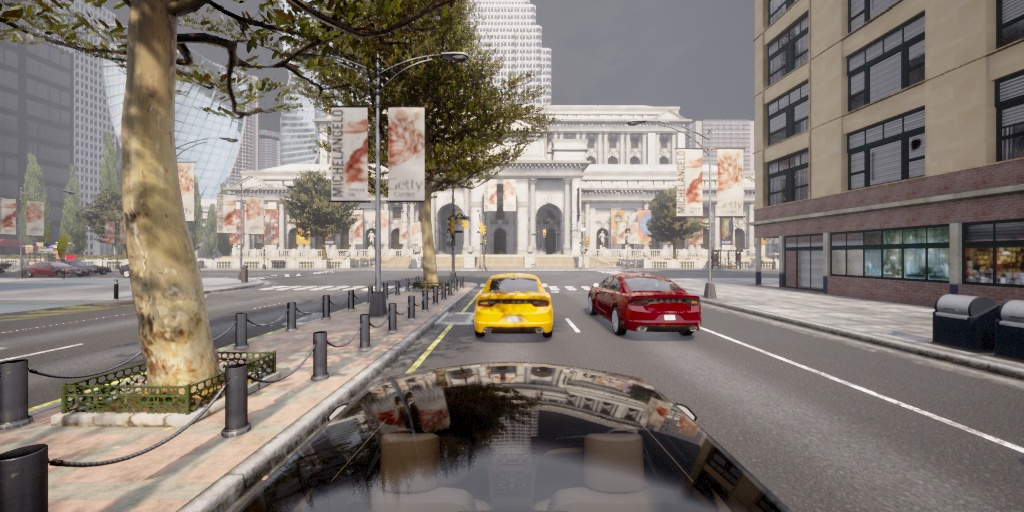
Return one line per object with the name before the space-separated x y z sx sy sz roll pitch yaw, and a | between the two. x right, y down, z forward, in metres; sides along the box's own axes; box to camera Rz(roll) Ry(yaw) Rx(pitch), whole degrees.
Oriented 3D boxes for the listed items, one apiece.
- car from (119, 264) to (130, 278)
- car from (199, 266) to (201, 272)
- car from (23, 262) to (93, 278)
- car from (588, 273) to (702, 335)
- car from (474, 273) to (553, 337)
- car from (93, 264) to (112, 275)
car | -34.182 1.255 34.000 4.892 1.490 1.837 0 0 0
car | -35.480 1.228 37.499 5.008 1.535 1.882 0 0 0
car | -43.381 1.276 33.967 4.674 1.442 1.812 0 0 -1
car | 3.557 1.228 10.517 1.882 1.535 5.008 0 0 0
car | 0.055 1.228 10.338 1.882 1.535 5.008 0 0 0
car | -45.304 1.297 37.460 5.357 1.411 2.033 0 0 0
